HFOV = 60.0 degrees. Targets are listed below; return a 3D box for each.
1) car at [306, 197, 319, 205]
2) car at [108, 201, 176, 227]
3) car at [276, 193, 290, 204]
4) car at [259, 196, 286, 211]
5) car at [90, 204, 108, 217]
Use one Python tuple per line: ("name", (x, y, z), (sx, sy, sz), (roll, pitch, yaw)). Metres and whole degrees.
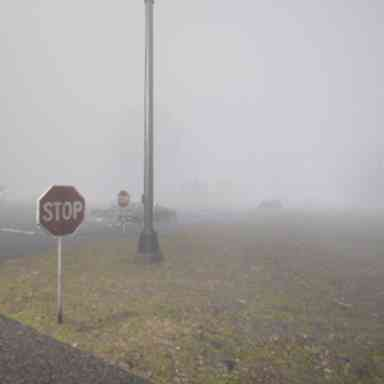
("car", (22.372, 1.670, 61.698), (2.033, 1.411, 5.357), (0, 0, 27))
("car", (-2.995, 1.495, 22.885), (2.128, 1.511, 4.902), (0, 0, 34))
("car", (17.762, 1.307, 66.216), (2.150, 2.045, 5.566), (0, 0, 34))
("car", (9.969, 1.599, 42.116), (1.812, 1.442, 4.674), (0, 0, 34))
("car", (-6.564, 1.542, 30.152), (2.033, 1.411, 5.357), (0, 0, 34))
